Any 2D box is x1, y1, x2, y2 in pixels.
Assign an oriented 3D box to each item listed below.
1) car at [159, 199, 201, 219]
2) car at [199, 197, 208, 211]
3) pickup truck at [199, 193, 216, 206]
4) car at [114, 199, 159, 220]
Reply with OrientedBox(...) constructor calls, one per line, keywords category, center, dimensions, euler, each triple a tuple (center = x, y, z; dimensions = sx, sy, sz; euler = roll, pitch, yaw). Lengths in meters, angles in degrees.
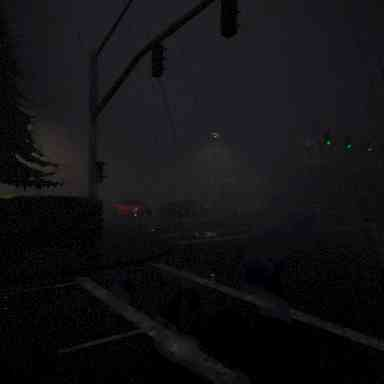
OrientedBox(category="car", center=(-1.514, 1.642, 30.656), dimensions=(1.812, 1.442, 4.674), euler=(1, 0, -36))
OrientedBox(category="car", center=(-0.531, 1.672, 41.330), dimensions=(1.837, 1.490, 4.892), euler=(1, 0, -36))
OrientedBox(category="pickup truck", center=(2.677, 1.318, 59.214), dimensions=(2.390, 2.098, 6.274), euler=(0, 0, -6))
OrientedBox(category="car", center=(-5.213, 1.443, 29.760), dimensions=(2.097, 1.767, 4.553), euler=(1, 0, -36))
